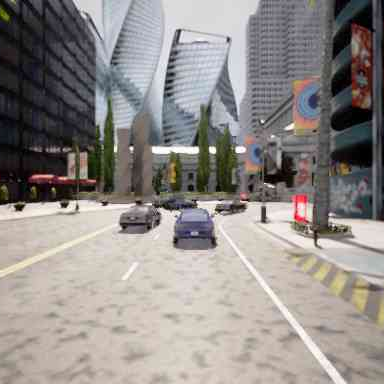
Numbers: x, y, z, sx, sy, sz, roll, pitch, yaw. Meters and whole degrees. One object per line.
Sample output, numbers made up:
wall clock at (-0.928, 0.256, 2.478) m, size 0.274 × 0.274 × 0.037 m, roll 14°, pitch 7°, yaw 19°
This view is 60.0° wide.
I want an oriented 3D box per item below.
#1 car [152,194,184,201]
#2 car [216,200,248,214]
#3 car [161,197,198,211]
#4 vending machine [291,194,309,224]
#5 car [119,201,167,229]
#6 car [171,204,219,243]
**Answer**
car at (-3.012, 1.225, 43.893) m, size 2.150 × 2.045 × 5.566 m, roll 0°, pitch 0°, yaw 34°
car at (4.293, 1.550, 35.684) m, size 2.033 × 1.411 × 5.357 m, roll 0°, pitch 0°, yaw 29°
car at (-1.246, 1.604, 40.207) m, size 1.895 × 1.301 × 4.718 m, roll 0°, pitch 0°, yaw 31°
vending machine at (7.804, 1.197, 24.109) m, size 1.100 × 2.100 × 0.880 m, roll 0°, pitch 0°, yaw 10°
car at (-3.182, 1.549, 21.436) m, size 2.033 × 1.411 × 5.357 m, roll 0°, pitch 0°, yaw 4°
car at (0.121, 1.527, 15.926) m, size 1.812 × 1.442 × 4.674 m, roll 0°, pitch 0°, yaw 0°
